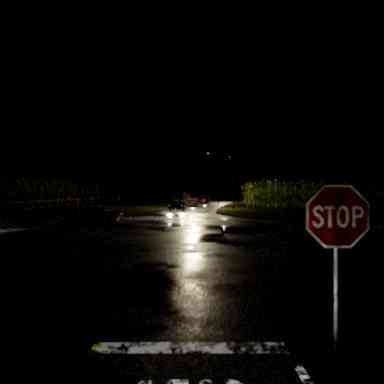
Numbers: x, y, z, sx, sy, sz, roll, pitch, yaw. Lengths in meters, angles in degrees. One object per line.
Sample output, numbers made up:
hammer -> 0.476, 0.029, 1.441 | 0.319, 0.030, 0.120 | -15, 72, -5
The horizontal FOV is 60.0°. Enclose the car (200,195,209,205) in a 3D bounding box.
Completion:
car -> 1.886, 1.418, 62.118 | 2.097, 1.767, 4.553 | 0, 0, 12

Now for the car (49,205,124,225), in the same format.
car -> -7.287, 1.574, 23.054 | 4.718, 1.301, 1.895 | 0, 0, 3

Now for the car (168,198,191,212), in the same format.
car -> -1.650, 1.630, 39.885 | 1.895, 1.301, 4.718 | 0, 0, 6

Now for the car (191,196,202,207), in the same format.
car -> -0.165, 1.608, 51.306 | 1.994, 1.385, 4.181 | 0, 0, 9
